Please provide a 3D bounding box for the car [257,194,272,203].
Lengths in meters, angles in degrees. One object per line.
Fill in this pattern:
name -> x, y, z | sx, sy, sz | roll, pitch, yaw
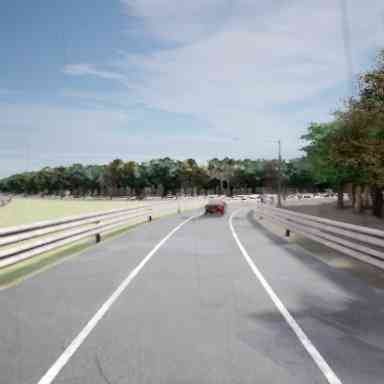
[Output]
car -> 14.535, 1.279, 66.310 | 2.097, 1.767, 4.553 | 1, 1, 31

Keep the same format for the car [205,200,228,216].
car -> 2.470, 1.519, 33.351 | 1.882, 1.535, 5.008 | 1, 0, 11
